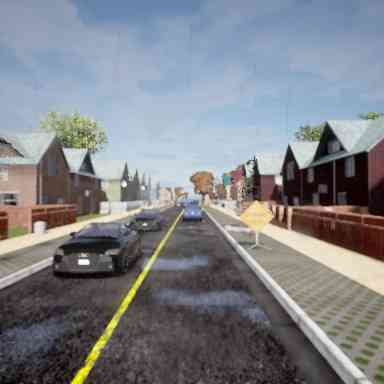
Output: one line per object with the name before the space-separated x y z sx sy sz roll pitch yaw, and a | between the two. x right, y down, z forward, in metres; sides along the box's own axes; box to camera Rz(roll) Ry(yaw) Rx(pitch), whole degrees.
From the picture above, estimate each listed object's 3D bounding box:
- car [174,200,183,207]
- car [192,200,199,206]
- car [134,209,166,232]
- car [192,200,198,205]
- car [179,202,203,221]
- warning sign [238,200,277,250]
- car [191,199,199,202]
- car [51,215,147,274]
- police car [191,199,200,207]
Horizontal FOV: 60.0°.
car | -2.763 2.523 71.184 2.128 1.511 4.902 0 -1 0
car | 0.809 2.869 87.867 1.812 1.442 4.674 0 -1 0
car | -2.840 1.801 22.031 1.994 1.385 4.181 0 -1 0
car | 0.807 2.969 93.867 1.837 1.490 4.892 0 -1 0
car | 0.048 1.897 31.017 2.033 1.411 5.357 0 -1 0
warning sign | 2.505 1.245 12.888 1.300 1.860 1.060 -1 -1 0
car | 0.037 2.025 45.072 1.882 1.535 5.008 0 -1 1
car | -2.848 1.670 10.745 1.994 1.385 4.181 0 -1 0
police car | 0.811 2.569 77.981 1.930 1.638 5.238 0 -1 0
